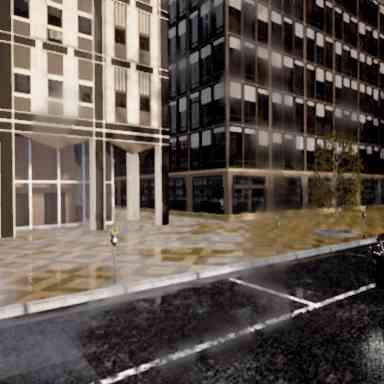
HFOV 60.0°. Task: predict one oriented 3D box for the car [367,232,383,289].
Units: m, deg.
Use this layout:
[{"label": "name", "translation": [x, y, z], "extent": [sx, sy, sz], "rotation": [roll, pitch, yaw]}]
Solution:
[{"label": "car", "translation": [6.338, 1.137, 7.738], "extent": [5.566, 2.045, 2.150], "rotation": [-1, 0, -36]}]
